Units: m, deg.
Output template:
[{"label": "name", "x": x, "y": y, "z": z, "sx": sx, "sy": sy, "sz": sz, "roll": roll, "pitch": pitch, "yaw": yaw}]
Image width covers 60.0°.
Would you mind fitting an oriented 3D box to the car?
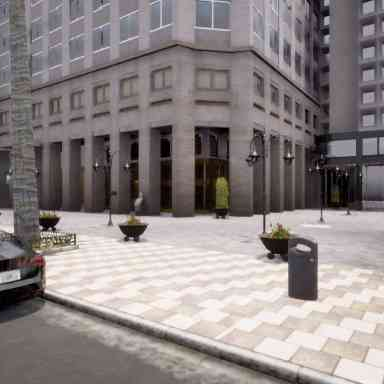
[{"label": "car", "x": -5.085, "y": 1.513, "z": 7.118, "sx": 4.786, "sy": 1.482, "sz": 2.161, "roll": 0, "pitch": 0, "yaw": 35}]
